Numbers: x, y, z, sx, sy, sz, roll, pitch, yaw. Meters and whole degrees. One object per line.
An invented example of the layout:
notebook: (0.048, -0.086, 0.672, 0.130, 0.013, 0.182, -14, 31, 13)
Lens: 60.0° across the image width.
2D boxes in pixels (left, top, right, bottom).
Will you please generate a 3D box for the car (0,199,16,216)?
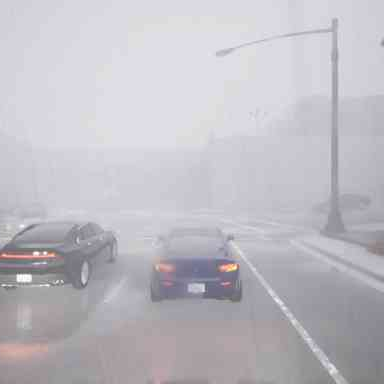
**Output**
car: (-17.457, 1.507, 32.034, 1.837, 1.490, 4.892, 0, -1, -6)

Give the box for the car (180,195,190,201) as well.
car: (-2.043, 1.524, 84.991, 1.812, 1.442, 4.674, 0, 0, 24)

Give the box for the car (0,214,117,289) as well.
car: (-3.393, 1.505, 9.169, 1.837, 1.490, 4.892, 0, 0, 0)

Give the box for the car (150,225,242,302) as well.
car: (0.096, 1.526, 8.154, 1.812, 1.442, 4.674, 0, 0, 0)

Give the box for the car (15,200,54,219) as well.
car: (-12.862, 1.505, 27.463, 1.837, 1.490, 4.892, -1, 0, -17)

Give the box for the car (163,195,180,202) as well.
car: (-4.566, 1.355, 75.360, 2.097, 1.767, 4.553, 0, 0, 6)

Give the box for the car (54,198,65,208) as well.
car: (-18.248, 1.547, 47.616, 2.033, 1.411, 5.357, 0, 0, -1)

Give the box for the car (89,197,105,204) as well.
car: (-18.549, 1.601, 65.265, 1.895, 1.301, 4.718, 0, 0, -1)

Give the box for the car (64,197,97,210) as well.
car: (-14.671, 1.547, 44.129, 2.033, 1.411, 5.357, 0, 0, -1)

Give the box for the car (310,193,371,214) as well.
car: (12.560, 0.891, 28.306, 4.892, 1.490, 1.837, -7, 0, 0)

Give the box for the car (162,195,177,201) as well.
car: (-5.726, 1.552, 85.211, 1.994, 1.385, 4.181, 0, 0, 24)
